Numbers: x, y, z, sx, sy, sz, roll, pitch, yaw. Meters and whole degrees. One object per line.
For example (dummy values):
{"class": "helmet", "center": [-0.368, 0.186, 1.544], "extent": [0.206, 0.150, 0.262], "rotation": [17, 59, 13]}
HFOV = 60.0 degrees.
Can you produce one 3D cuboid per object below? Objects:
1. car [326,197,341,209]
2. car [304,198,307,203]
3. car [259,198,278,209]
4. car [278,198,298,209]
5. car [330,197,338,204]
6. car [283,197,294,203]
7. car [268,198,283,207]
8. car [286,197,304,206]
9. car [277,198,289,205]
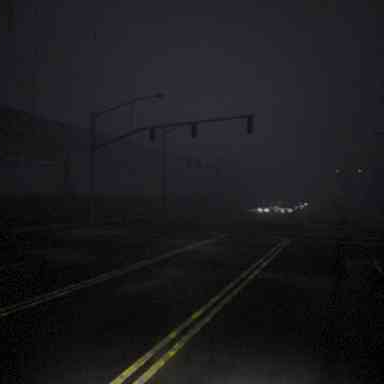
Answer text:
{"class": "car", "center": [23.631, 1.803, 55.556], "extent": [2.150, 2.045, 5.566], "rotation": [0, 0, 23]}
{"class": "car", "center": [23.833, 2.129, 73.874], "extent": [1.895, 1.301, 4.718], "rotation": [0, 0, 23]}
{"class": "car", "center": [12.867, 2.043, 57.449], "extent": [2.128, 1.511, 4.902], "rotation": [0, 0, 24]}
{"class": "car", "center": [16.326, 2.124, 56.627], "extent": [1.994, 1.385, 4.181], "rotation": [0, 0, 24]}
{"class": "car", "center": [34.050, 2.011, 79.837], "extent": [1.812, 1.442, 4.674], "rotation": [0, 1, 23]}
{"class": "car", "center": [24.735, 1.986, 84.748], "extent": [2.033, 1.411, 5.357], "rotation": [0, 1, 23]}
{"class": "car", "center": [16.636, 2.046, 66.079], "extent": [2.128, 1.511, 4.902], "rotation": [0, 0, 24]}
{"class": "car", "center": [20.020, 2.111, 65.087], "extent": [2.033, 1.411, 5.357], "rotation": [0, 0, 24]}
{"class": "car", "center": [20.510, 2.076, 75.005], "extent": [1.994, 1.385, 4.181], "rotation": [0, 0, 23]}
